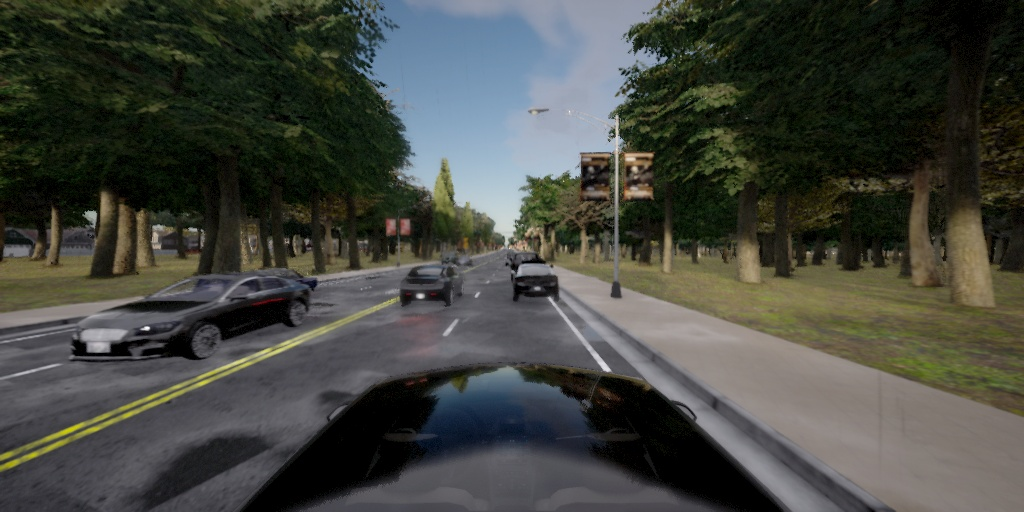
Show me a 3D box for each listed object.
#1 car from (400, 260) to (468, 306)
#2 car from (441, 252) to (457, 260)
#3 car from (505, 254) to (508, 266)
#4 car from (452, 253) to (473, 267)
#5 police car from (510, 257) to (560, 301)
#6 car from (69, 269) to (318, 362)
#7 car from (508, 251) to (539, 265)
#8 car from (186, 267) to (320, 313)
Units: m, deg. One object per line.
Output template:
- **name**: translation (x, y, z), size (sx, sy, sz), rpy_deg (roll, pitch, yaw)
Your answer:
- **car**: translation (-3.146, 1.106, 14.751), size (1.837, 1.490, 4.892), rpy_deg (0, 1, 0)
- **car**: translation (-9.787, 0.360, 57.140), size (2.150, 2.045, 5.566), rpy_deg (0, 1, 1)
- **car**: translation (0.023, 0.758, 52.086), size (1.994, 1.385, 4.181), rpy_deg (0, 1, 0)
- **car**: translation (-6.567, 0.705, 50.127), size (2.128, 1.511, 4.902), rpy_deg (0, 1, 0)
- **police car**: translation (0.978, 1.010, 16.254), size (1.930, 1.638, 5.238), rpy_deg (0, 1, 0)
- **car**: translation (-6.597, 1.168, 8.169), size (2.128, 1.511, 4.902), rpy_deg (0, 1, 0)
- **car**: translation (0.981, 0.699, 26.171), size (2.150, 2.045, 5.566), rpy_deg (0, 1, 0)
- **car**: translation (-9.847, 1.208, 14.243), size (1.895, 1.301, 4.718), rpy_deg (0, 1, 0)
